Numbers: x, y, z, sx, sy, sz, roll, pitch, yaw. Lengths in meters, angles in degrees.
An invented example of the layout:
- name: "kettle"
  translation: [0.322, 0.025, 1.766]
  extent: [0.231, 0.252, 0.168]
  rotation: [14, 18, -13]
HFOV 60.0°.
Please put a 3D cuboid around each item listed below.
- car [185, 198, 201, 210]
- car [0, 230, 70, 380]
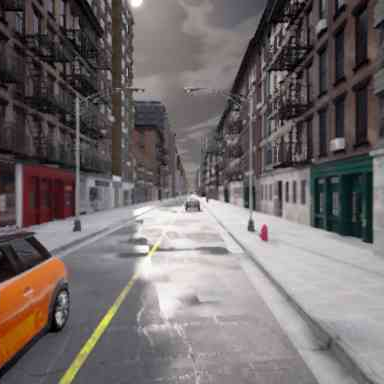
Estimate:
- name: "car"
  translation: [0.099, 1.539, 42.811]
  extent: [2.128, 1.511, 4.902]
  rotation: [0, 0, 0]
- name: "car"
  translation: [-3.094, 1.357, 3.740]
  extent: [2.097, 1.767, 4.553]
  rotation: [0, 0, -1]
